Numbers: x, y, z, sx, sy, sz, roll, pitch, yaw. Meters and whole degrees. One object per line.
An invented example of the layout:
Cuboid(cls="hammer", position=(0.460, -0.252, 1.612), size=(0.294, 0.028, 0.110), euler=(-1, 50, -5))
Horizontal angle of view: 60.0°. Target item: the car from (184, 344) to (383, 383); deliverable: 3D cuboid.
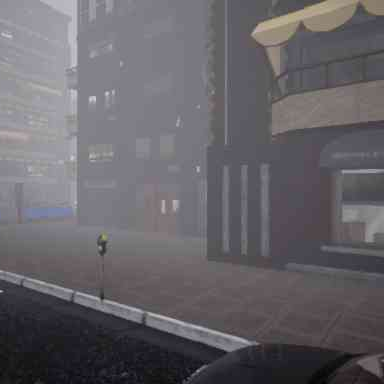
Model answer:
Cuboid(cls="car", position=(1.777, 1.549, 1.606), size=(4.403, 1.369, 2.008), euler=(0, 0, 35))

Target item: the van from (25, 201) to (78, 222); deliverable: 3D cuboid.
Cuboid(cls="van", position=(-12.488, 1.705, 29.273), size=(1.690, 1.788, 3.998), euler=(-1, -2, 35))

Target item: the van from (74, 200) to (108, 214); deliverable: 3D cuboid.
Cuboid(cls="van", position=(-13.050, 1.905, 43.194), size=(1.690, 1.788, 3.998), euler=(-1, -2, 35))
